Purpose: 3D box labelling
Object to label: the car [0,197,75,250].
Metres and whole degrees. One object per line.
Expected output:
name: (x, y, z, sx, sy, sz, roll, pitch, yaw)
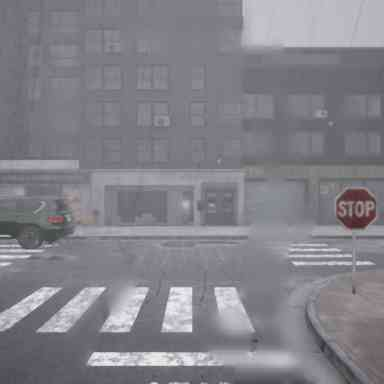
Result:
car: (-7.783, 1.229, 13.858, 5.566, 2.045, 2.150, 0, 0, 0)
